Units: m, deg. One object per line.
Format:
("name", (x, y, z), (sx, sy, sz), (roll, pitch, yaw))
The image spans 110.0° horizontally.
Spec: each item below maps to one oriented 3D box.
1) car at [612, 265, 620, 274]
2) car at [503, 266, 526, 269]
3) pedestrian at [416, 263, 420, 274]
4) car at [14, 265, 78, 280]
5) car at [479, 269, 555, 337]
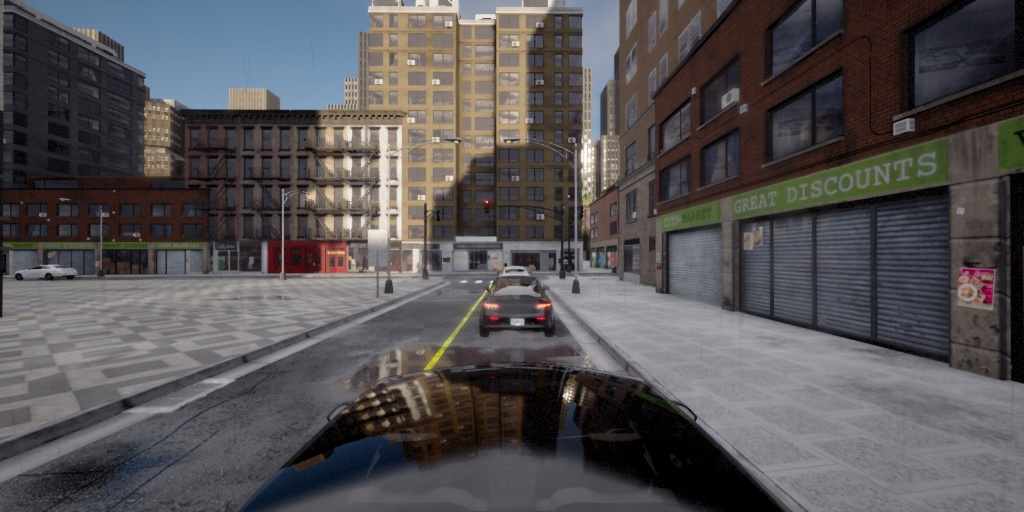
("car", (12.057, 1.187, 35.505), (4.181, 1.385, 1.994), (-1, 0, -1))
("car", (0.148, 1.270, 19.915), (1.812, 1.442, 4.674), (0, 0, -1))
("pedestrian", (-10.043, 0.970, 38.334), (0.375, 1.860, 0.375), (0, 0, -1))
("car", (-45.305, 1.578, 34.921), (4.674, 1.442, 1.812), (0, 0, 0))
("car", (0.121, 1.275, 10.135), (1.812, 1.442, 4.674), (0, 0, 0))
